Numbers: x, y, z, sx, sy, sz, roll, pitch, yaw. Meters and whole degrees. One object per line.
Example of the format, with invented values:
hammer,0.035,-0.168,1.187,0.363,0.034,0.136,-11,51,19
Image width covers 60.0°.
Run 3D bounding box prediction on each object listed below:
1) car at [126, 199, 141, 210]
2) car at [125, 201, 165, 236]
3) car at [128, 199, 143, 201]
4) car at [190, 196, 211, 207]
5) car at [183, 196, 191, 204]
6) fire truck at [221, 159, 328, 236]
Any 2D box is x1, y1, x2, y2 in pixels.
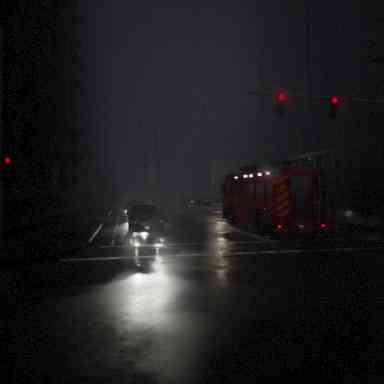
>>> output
car,-7.884,1.601,44.707,1.895,1.301,4.718,0,0,-11
car,-2.659,1.492,18.745,2.128,1.511,4.902,0,0,-11
car,-4.861,1.491,29.691,2.128,1.511,4.902,0,0,-11
car,1.592,1.491,51.423,2.128,1.511,4.902,0,0,-11
car,-0.470,1.526,61.359,1.812,1.442,4.674,0,0,-11
fire truck,4.398,0.342,19.807,2.891,3.827,8.468,0,0,-11
